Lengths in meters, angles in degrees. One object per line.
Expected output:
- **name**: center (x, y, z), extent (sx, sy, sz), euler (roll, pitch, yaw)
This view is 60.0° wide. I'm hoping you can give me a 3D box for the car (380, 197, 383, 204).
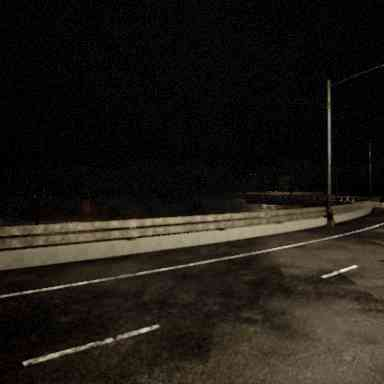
- **car**: center (35.751, 1.483, 60.566), extent (1.837, 1.490, 4.892), euler (0, 0, 15)
